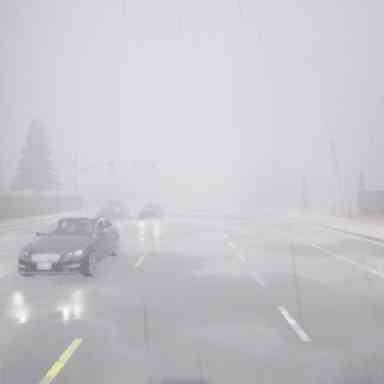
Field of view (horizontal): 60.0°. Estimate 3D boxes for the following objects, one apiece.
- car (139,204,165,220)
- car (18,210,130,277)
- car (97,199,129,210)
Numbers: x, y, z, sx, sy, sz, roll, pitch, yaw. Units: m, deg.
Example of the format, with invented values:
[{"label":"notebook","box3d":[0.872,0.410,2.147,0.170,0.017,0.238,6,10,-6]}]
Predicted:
[{"label":"car","box3d":[-3.483,1.722,29.428,1.994,1.385,4.181,0,0,0]},{"label":"car","box3d":[-3.573,1.549,10.523,2.128,1.511,4.902,0,0,0]},{"label":"car","box3d":[-6.979,1.508,29.693,2.097,1.767,4.553,0,0,0]}]
